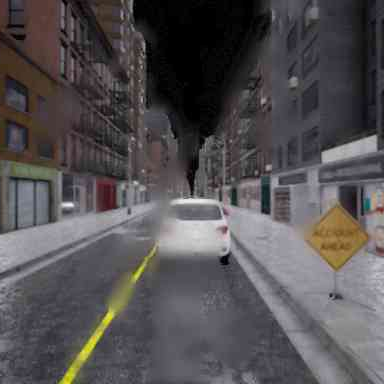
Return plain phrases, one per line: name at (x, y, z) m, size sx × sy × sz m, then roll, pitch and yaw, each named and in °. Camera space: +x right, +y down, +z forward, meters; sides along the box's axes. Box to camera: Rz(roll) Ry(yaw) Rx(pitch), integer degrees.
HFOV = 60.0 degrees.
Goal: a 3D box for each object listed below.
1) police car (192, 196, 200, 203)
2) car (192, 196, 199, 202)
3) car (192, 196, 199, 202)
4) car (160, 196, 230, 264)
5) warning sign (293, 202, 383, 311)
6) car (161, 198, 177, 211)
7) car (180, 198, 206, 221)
police car at (0.911, 1.726, 76.388) m, size 1.930 × 1.638 × 5.238 m, roll 0°, pitch 0°, yaw 0°
car at (0.914, 1.878, 92.278) m, size 1.882 × 1.535 × 5.008 m, roll 0°, pitch 0°, yaw 0°
car at (0.913, 1.886, 86.278) m, size 1.812 × 1.442 × 4.674 m, roll 0°, pitch 0°, yaw 0°
car at (0.099, 1.258, 12.112) m, size 2.150 × 2.045 × 5.566 m, roll 0°, pitch 0°, yaw 0°
warning sign at (2.717, 1.133, 6.278) m, size 1.300 × 1.860 × 1.060 m, roll 0°, pitch 0°, yaw 0°
car at (-3.076, 1.645, 44.790) m, size 1.837 × 1.490 × 4.892 m, roll 0°, pitch 0°, yaw 0°
car at (0.089, 1.433, 28.407) m, size 2.097 × 1.767 × 4.553 m, roll 0°, pitch 0°, yaw 0°
